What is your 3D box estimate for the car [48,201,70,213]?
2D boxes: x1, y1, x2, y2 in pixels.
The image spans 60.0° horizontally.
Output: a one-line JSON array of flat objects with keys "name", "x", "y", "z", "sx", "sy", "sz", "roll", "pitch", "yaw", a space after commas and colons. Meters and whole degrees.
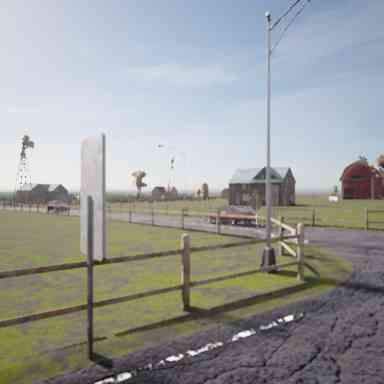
[{"name": "car", "x": -19.971, "y": 2.099, "z": 49.674, "sx": 2.097, "sy": 1.767, "sz": 4.553, "roll": 0, "pitch": -1, "yaw": -42}]

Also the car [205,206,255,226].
[{"name": "car", "x": 2.918, "y": 1.796, "z": 26.106, "sx": 1.812, "sy": 1.442, "sz": 4.674, "roll": 0, "pitch": -1, "yaw": -36}]
